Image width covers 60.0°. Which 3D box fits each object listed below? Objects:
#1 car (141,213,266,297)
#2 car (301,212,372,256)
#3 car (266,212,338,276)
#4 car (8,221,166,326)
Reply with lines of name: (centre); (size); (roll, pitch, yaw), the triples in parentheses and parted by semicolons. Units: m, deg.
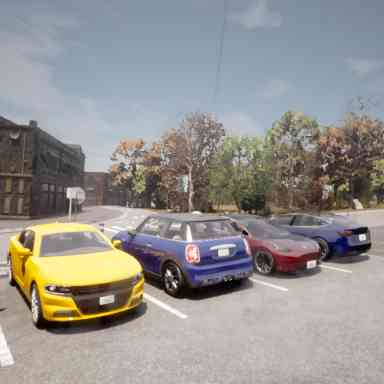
car: (-0.538, 1.344, 9.010); (2.185, 1.767, 4.553); (0, 0, -35)
car: (3.970, 1.464, 12.284); (2.163, 1.488, 4.792); (0, 0, -35)
car: (1.733, 1.482, 10.625); (2.163, 1.488, 4.792); (0, 0, -35)
car: (-2.825, 1.479, 7.432); (2.097, 1.535, 5.008); (0, 0, -35)
